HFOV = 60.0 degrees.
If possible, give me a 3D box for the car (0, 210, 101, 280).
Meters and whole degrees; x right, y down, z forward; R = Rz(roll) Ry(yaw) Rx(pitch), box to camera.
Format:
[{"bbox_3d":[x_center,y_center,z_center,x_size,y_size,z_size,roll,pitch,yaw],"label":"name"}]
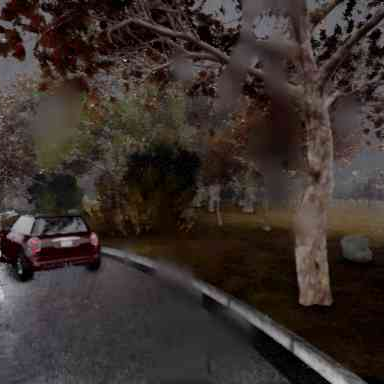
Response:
[{"bbox_3d":[-4.647,1.404,10.495,2.097,1.767,4.553,0,0,-39],"label":"car"}]
